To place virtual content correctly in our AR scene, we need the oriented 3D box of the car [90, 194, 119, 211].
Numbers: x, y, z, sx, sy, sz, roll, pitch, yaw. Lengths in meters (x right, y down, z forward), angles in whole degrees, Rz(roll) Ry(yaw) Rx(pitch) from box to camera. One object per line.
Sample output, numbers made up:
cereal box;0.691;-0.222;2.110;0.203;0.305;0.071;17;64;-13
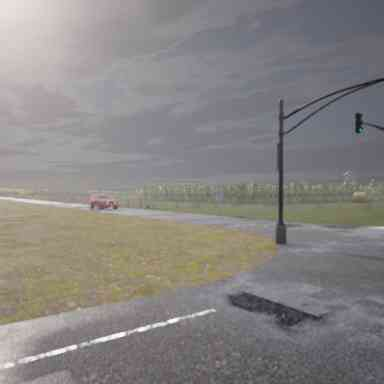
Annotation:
car;-11.398;1.284;42.820;2.150;2.045;5.566;0;0;-36
